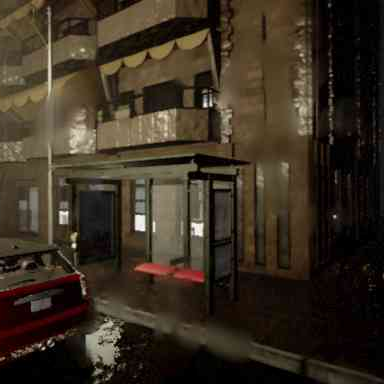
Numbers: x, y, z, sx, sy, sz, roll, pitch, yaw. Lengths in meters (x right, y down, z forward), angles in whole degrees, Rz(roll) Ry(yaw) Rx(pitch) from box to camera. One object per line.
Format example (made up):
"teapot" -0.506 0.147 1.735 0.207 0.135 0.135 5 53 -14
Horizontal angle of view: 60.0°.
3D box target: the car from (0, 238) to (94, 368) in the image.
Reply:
"car" -3.501 1.471 5.381 4.097 1.590 1.967 0 0 36
